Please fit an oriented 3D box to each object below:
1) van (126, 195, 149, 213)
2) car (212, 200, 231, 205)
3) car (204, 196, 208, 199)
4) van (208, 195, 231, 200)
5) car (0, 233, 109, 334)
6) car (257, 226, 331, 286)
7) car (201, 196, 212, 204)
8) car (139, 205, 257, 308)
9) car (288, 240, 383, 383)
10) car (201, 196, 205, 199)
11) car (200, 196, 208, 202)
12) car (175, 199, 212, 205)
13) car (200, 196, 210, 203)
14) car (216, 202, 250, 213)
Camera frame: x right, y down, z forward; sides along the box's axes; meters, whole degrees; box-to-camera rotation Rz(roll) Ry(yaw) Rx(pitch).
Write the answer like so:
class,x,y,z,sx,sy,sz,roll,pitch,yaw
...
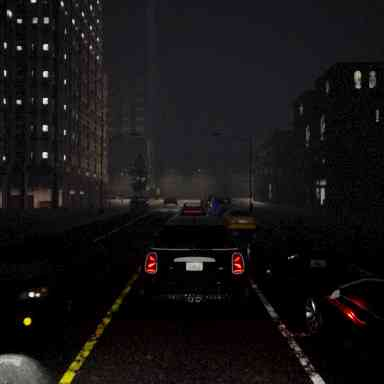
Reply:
class,x,y,z,sx,sy,sz,roll,pitch,yaw
van,-5.690,1.347,36.112,1.690,1.788,3.998,1,0,0
car,2.691,1.556,25.163,2.008,1.369,4.403,1,0,0
car,2.688,1.446,36.119,1.967,1.590,4.097,1,0,0
van,2.692,1.347,30.642,1.690,1.788,3.998,1,0,0
car,-3.103,1.566,6.808,1.994,1.385,4.181,0,0,0
car,2.698,1.568,9.194,1.947,1.339,4.313,1,0,0
car,2.674,1.566,63.507,1.947,1.339,4.313,1,0,0
car,0.086,1.354,8.088,2.097,1.767,4.553,0,0,1
car,2.700,1.567,3.650,1.947,1.339,4.313,1,0,0
car,2.688,1.321,41.597,2.192,1.841,5.009,1,0,0
car,2.791,1.576,79.937,1.802,1.307,4.206,1,0,0
car,0.088,1.497,24.325,2.128,1.511,4.902,0,0,0
car,2.672,1.549,68.985,2.008,1.369,4.403,1,0,0
car,2.694,1.530,19.855,1.752,1.417,4.829,1,0,0
